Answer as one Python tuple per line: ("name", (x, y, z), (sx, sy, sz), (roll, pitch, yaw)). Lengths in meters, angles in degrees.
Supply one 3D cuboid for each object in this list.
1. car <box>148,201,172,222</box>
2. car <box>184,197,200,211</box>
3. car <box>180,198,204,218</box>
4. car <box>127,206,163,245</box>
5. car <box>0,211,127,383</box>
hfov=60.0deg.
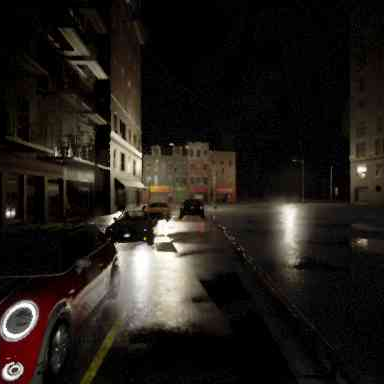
("car", (-2.597, 1.471, 26.056), (1.882, 1.535, 5.008), (0, 0, 0))
("car", (-0.030, 1.479, 42.112), (1.882, 1.535, 5.008), (0, 0, 0))
("car", (0.014, 1.345, 29.748), (2.097, 1.767, 4.553), (0, 0, 0))
("car", (-2.626, 1.558, 15.328), (1.994, 1.385, 4.181), (0, 0, -1))
("car", (-2.606, 1.350, 5.383), (2.097, 1.767, 4.553), (0, 0, 0))
